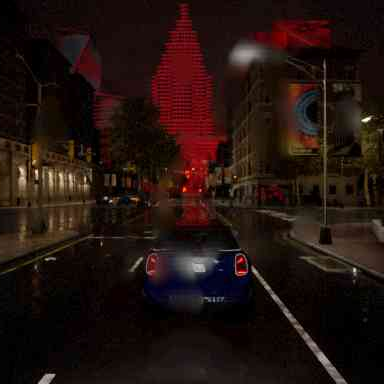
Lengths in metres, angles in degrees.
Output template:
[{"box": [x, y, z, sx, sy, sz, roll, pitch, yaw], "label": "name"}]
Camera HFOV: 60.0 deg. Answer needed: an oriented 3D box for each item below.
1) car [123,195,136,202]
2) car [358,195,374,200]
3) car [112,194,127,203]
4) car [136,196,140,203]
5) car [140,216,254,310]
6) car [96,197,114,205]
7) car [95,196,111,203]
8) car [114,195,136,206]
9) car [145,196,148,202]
[{"box": [-14.727, 1.525, 78.480, 2.128, 1.511, 4.902, 0, 0, 0], "label": "car"}, {"box": [34.684, 1.481, 68.681, 2.231, 1.521, 4.892, 0, 0, 0], "label": "car"}, {"box": [-14.764, 1.352, 68.079, 2.097, 1.767, 4.553, 0, 0, 0], "label": "car"}, {"box": [-11.300, 1.478, 65.943, 1.882, 1.535, 5.008, 0, 0, 1], "label": "car"}, {"box": [0.101, 1.352, 7.960, 2.097, 1.767, 4.553, 0, 0, 0], "label": "car"}, {"box": [-14.876, 1.547, 57.969, 2.033, 1.411, 5.357, 0, 0, 0], "label": "car"}, {"box": [-18.015, 1.595, 67.472, 1.895, 1.301, 4.718, 0, 0, 0], "label": "car"}, {"box": [-11.386, 1.526, 56.795, 1.812, 1.442, 4.674, 0, 0, 0], "label": "car"}, {"box": [-11.236, 1.552, 75.816, 1.994, 1.385, 4.181, 0, 0, 0], "label": "car"}]
